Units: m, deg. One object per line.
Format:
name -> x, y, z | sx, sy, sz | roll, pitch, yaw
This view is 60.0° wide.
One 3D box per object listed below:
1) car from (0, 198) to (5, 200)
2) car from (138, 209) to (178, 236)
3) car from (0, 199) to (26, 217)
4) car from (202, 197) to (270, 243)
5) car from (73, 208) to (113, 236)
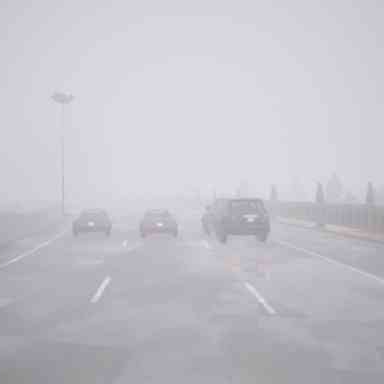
car -> -37.018, 1.784, 64.187 | 2.033, 1.411, 5.357 | 0, 0, -42
car -> -2.006, 1.627, 18.837 | 1.994, 1.385, 4.181 | 0, 0, -11
car -> -15.863, 1.668, 29.409 | 1.812, 1.442, 4.674 | 0, 0, -20
car -> 2.003, 1.264, 16.560 | 2.150, 2.045, 5.566 | 0, 0, -9
car -> -5.676, 1.641, 19.335 | 1.994, 1.385, 4.181 | 0, 0, -12
